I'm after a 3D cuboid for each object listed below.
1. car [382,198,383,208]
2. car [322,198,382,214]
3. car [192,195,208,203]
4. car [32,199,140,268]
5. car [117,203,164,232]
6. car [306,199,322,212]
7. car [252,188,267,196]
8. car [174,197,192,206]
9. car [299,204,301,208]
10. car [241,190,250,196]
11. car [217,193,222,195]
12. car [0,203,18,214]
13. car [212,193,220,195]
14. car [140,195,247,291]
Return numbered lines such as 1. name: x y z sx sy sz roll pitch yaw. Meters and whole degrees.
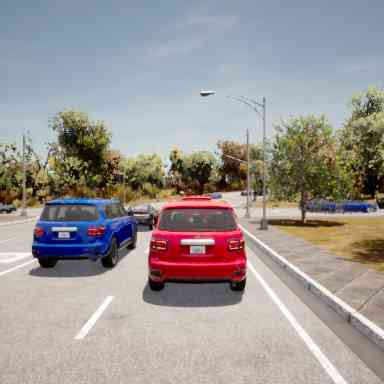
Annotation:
1. car: 26.241 1.060 42.249 5.566 2.045 2.150 -2 0 3
2. car: 17.034 1.493 35.582 5.008 1.535 1.882 -1 0 4
3. car: 1.648 1.391 68.509 1.812 1.442 4.674 0 2 21
4. car: -3.350 1.235 11.475 2.150 2.045 5.566 0 0 1
5. car: -3.163 1.536 21.327 2.128 1.511 4.902 0 0 1
6. car: 15.745 1.614 39.374 4.181 1.385 1.994 -1 0 4
7. car: 17.588 -0.079 85.035 2.150 2.045 5.566 0 3 33
8. car: -1.502 1.662 59.003 1.994 1.385 4.181 0 1 16
9. car: 16.275 1.562 42.850 4.892 1.490 1.837 -1 0 3
10. car: 14.273 0.262 86.320 2.128 1.511 4.902 0 3 33
11. car: 5.682 0.945 77.885 1.812 1.442 4.674 0 3 26
12. car: -22.982 1.815 38.022 5.357 1.411 2.033 -2 0 3
13. car: 0.286 1.260 19.562 2.150 2.045 5.566 0 0 1
14. car: 0.131 1.230 9.195 2.150 2.045 5.566 0 0 0
